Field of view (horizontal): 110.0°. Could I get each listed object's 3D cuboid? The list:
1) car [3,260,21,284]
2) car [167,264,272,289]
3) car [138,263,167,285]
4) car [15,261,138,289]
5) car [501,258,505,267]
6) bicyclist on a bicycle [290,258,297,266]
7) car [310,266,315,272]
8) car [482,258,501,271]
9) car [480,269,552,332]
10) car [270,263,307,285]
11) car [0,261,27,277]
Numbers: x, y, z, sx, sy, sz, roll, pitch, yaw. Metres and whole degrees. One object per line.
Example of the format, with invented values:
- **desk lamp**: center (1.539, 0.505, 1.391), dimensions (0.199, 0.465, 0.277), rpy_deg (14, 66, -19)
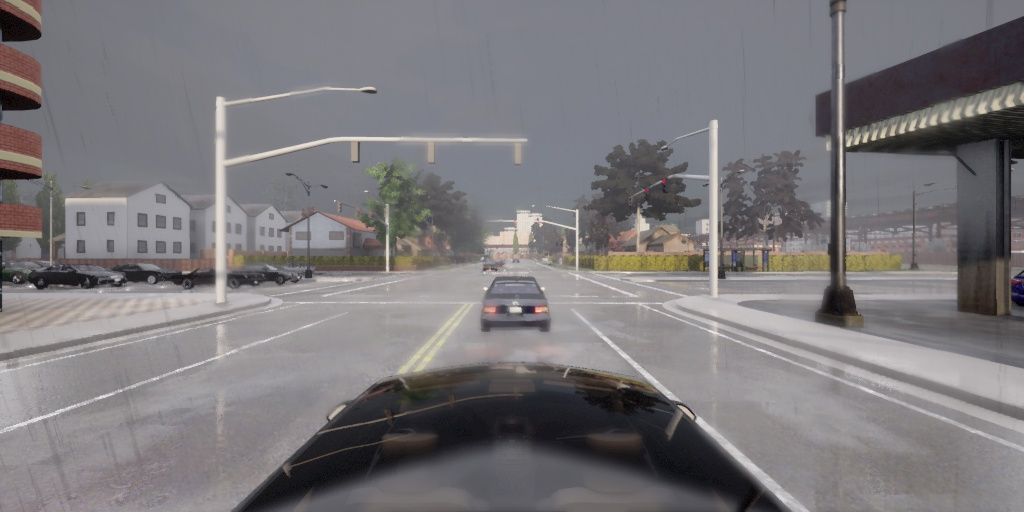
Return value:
- **car**: center (-36.054, 1.102, 26.133), dimensions (4.553, 1.767, 2.097), rpy_deg (0, 0, 1)
- **car**: center (-18.092, 1.351, 22.331), dimensions (4.718, 1.301, 1.895), rpy_deg (0, 0, 1)
- **car**: center (-26.769, 1.228, 25.982), dimensions (5.008, 1.535, 1.882), rpy_deg (0, 0, 1)
- **car**: center (-27.124, 1.242, 22.489), dimensions (4.902, 1.511, 2.128), rpy_deg (0, 0, 1)
- **car**: center (-2.722, 1.227, 63.363), dimensions (1.882, 1.535, 5.008), rpy_deg (0, 0, 1)
- **bicyclist on a bicycle**: center (-26.522, 1.051, 43.463), dimensions (0.582, 1.620, 1.656), rpy_deg (0, 0, 1)
- **car**: center (-23.426, 1.351, 37.596), dimensions (4.718, 1.301, 1.895), rpy_deg (0, 0, 1)
- **car**: center (-2.796, 1.297, 46.532), dimensions (2.033, 1.411, 5.357), rpy_deg (0, 0, -1)
- **car**: center (0.087, 1.297, 10.812), dimensions (2.033, 1.411, 5.357), rpy_deg (0, 0, 0)
- **car**: center (-17.707, 1.276, 25.858), dimensions (4.674, 1.442, 1.812), rpy_deg (0, 0, 1)
- **car**: center (-50.280, 1.255, 34.493), dimensions (4.892, 1.490, 1.837), rpy_deg (0, 0, 2)
